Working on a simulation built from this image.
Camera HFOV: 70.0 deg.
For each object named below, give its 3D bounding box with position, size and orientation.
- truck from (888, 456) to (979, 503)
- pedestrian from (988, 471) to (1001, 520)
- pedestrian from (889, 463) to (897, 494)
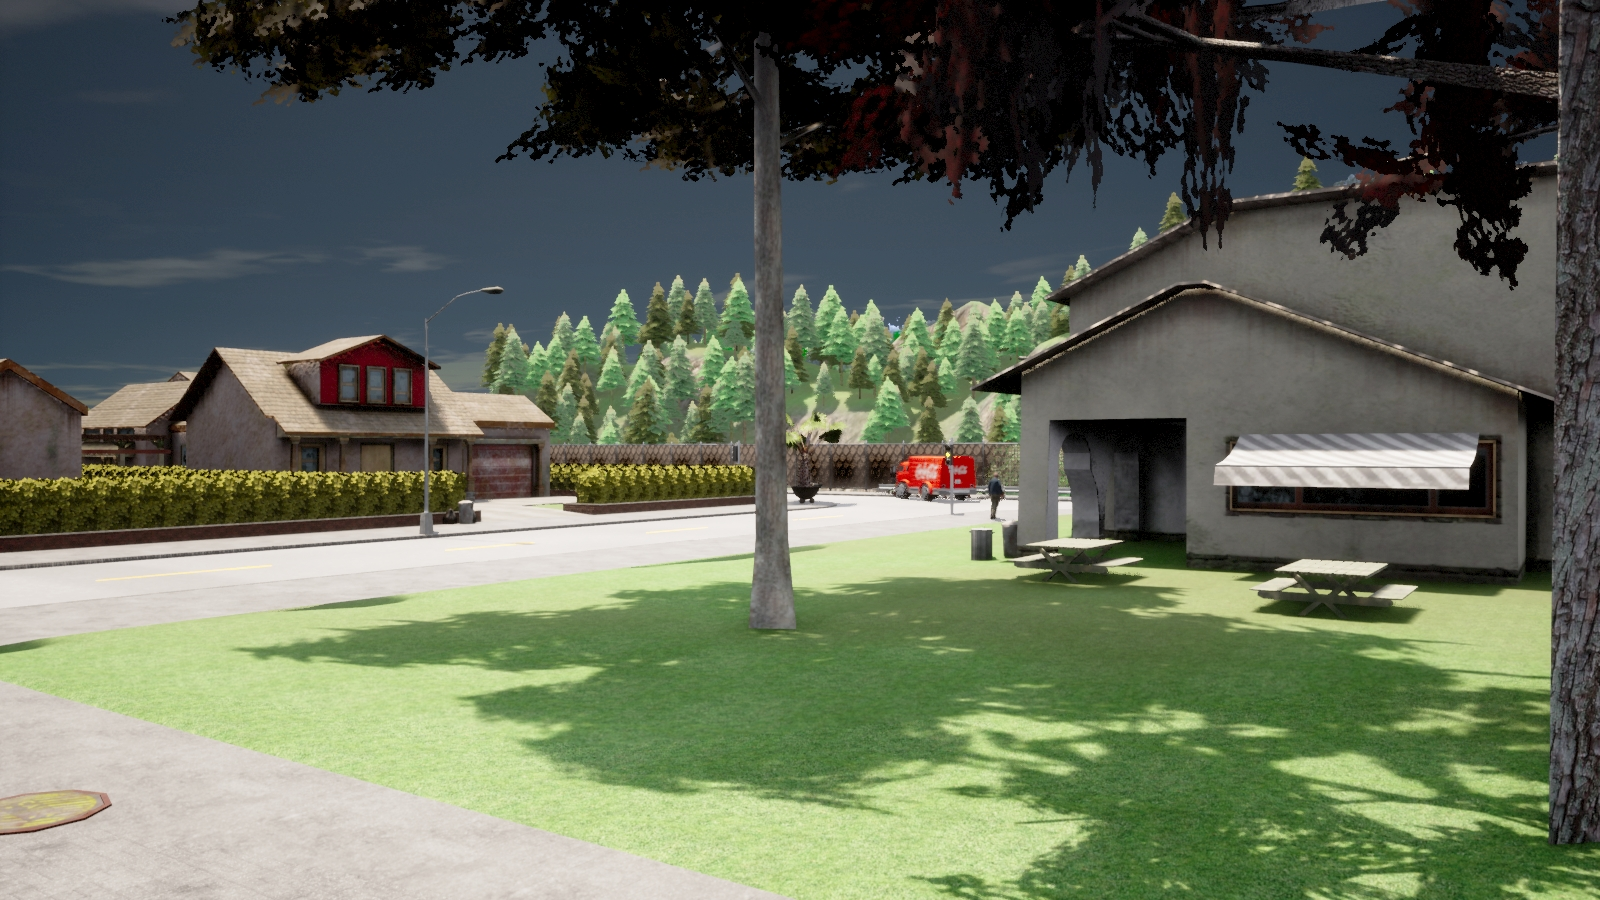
[{"bbox_3d":[7.330,1.568,63.414,2.627,2.467,5.204,0,0,-26],"label":"truck"},{"bbox_3d":[7.441,1.737,43.769,0.375,1.860,0.375,0,0,35],"label":"pedestrian"},{"bbox_3d":[5.697,1.745,69.690,0.375,1.860,0.375,0,0,-18],"label":"pedestrian"}]
